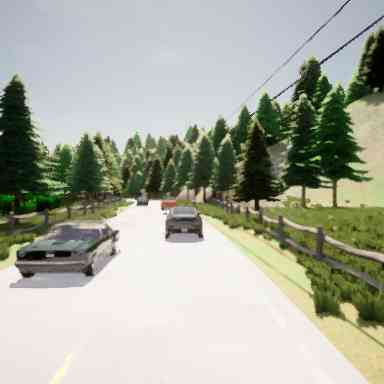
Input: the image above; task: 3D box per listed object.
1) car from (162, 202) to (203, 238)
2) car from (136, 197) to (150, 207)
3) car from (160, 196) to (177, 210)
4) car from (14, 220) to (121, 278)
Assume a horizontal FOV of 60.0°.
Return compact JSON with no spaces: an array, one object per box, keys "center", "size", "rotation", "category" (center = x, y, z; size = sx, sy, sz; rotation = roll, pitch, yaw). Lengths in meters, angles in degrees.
[{"center":[-0.476,1.498,17.676],"size":[1.837,1.490,4.892],"rotation":[0,0,-3],"category":"car"},{"center":[-7.626,1.471,51.584],"size":[1.882,1.535,5.008],"rotation":[0,0,-8],"category":"car"},{"center":[-3.004,1.339,43.178],"size":[2.097,1.767,4.553],"rotation":[0,0,-8],"category":"car"},{"center":[-3.527,1.604,10.306],"size":[1.895,1.301,4.718],"rotation":[0,0,-2],"category":"car"}]
